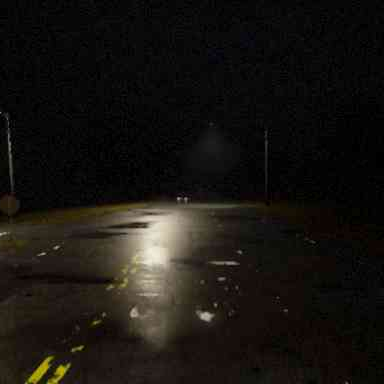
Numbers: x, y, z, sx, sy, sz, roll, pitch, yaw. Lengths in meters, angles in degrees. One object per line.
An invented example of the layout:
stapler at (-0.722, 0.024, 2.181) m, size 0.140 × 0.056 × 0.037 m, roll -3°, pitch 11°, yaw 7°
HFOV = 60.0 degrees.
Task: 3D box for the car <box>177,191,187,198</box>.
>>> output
car at (-2.109, 0.573, 73.044) m, size 1.812 × 1.442 × 4.674 m, roll 0°, pitch 1°, yaw 2°
